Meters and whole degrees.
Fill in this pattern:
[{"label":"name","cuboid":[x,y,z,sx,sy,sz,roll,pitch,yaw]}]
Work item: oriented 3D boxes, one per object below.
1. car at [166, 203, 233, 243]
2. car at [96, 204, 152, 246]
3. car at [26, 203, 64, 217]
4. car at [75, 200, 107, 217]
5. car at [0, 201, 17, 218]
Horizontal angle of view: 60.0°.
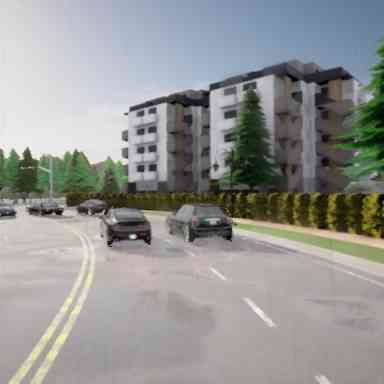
[{"label":"car","cuboid":[0.200,1.327,16.242,2.097,1.767,4.553,-1,0,-19]},{"label":"car","cuboid":[-3.158,1.508,15.375,1.837,1.490,4.892,0,0,-20]},{"label":"car","cuboid":[-14.252,1.666,32.074,4.718,1.301,1.895,0,0,45]},{"label":"car","cuboid":[-9.692,1.535,32.262,1.837,1.490,4.892,0,0,-43]},{"label":"car","cuboid":[-17.452,1.600,30.087,4.892,1.490,1.837,0,0,44]}]
